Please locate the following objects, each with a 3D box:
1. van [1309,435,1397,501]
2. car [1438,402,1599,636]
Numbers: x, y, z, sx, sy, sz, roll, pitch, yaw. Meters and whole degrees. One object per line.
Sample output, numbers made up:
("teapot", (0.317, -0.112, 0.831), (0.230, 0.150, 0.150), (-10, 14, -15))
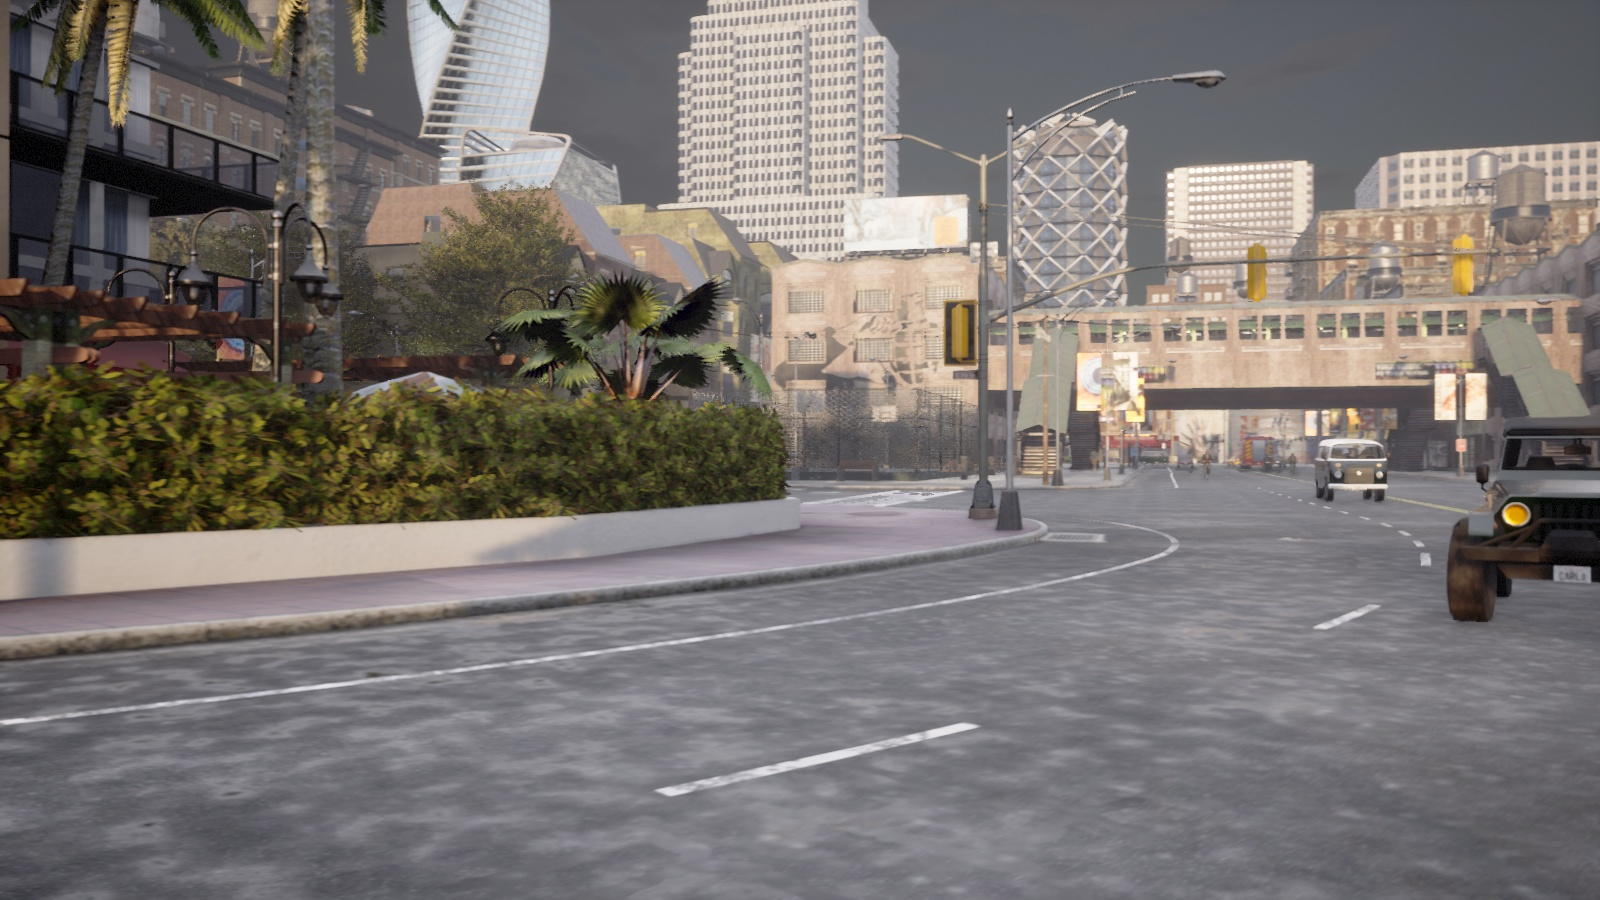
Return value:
("van", (18.105, 0.555, 41.286), (2.069, 2.038, 4.480), (0, 0, 16))
("car", (7.314, 0.560, 11.814), (1.905, 1.878, 3.866), (0, 0, 33))
